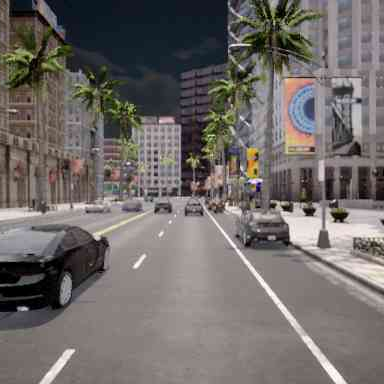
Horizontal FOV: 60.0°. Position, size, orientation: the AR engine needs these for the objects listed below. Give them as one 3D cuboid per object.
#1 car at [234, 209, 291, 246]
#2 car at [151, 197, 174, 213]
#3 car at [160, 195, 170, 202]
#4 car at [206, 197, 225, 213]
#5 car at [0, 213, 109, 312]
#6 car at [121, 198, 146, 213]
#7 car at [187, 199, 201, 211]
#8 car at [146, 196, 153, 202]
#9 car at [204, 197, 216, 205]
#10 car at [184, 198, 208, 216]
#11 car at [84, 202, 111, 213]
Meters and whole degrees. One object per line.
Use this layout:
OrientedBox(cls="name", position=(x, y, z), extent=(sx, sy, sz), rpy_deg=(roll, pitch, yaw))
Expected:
OrientedBox(cls="car", position=(3.130, 1.534, 15.412), extent=(2.231, 1.521, 4.892), rpy_deg=(0, 0, 0))
OrientedBox(cls="car", position=(-3.293, 1.637, 39.083), extent=(1.837, 1.490, 4.892), rpy_deg=(0, 0, 0))
OrientedBox(cls="car", position=(-6.426, 1.507, 79.758), extent=(2.128, 1.511, 4.902), rpy_deg=(0, 0, 1))
OrientedBox(cls="car", position=(3.221, 1.506, 44.787), extent=(2.185, 1.767, 4.553), rpy_deg=(0, 0, 0))
OrientedBox(cls="car", position=(-3.383, 1.504, 7.919), extent=(1.882, 1.535, 5.008), rpy_deg=(0, 0, 0))
OrientedBox(cls="car", position=(-6.989, 1.637, 39.125), extent=(1.837, 1.490, 4.892), rpy_deg=(0, 0, 0))
OrientedBox(cls="car", position=(0.228, 1.656, 44.411), extent=(1.837, 1.490, 4.892), rpy_deg=(0, 0, 0))
OrientedBox(cls="car", position=(-9.954, 1.662, 77.745), extent=(1.882, 1.535, 5.008), rpy_deg=(0, 0, 1))
OrientedBox(cls="car", position=(3.589, 1.740, 66.715), extent=(2.161, 1.482, 4.786), rpy_deg=(0, 0, 0))
OrientedBox(cls="car", position=(0.195, 1.608, 34.154), extent=(2.128, 1.511, 4.902), rpy_deg=(0, 0, 0))
OrientedBox(cls="car", position=(-10.496, 1.727, 37.259), extent=(1.895, 1.301, 4.718), rpy_deg=(0, 0, 0))
